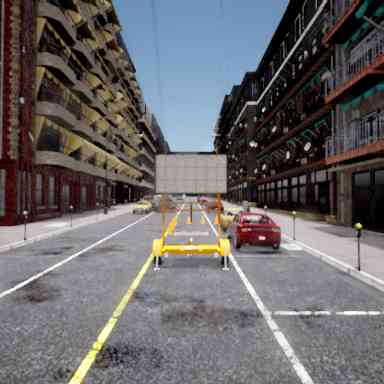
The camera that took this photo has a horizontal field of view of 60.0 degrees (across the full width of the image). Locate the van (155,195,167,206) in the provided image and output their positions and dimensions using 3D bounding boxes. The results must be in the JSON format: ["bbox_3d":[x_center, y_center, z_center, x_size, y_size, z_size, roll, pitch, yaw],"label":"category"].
[{"bbox_3d":[-5.409,1.464,58.658,1.690,1.788,3.998,1,0,0],"label":"van"}]

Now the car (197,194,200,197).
[{"bbox_3d":[2.454,1.606,69.674,1.967,1.590,4.097,1,0,0],"label":"car"}]

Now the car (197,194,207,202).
[{"bbox_3d":[2.393,1.528,80.736,2.192,1.841,5.009,1,0,0],"label":"car"}]

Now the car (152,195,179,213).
[{"bbox_3d":[-2.922,1.411,37.214,2.097,1.767,4.553,0,0,0],"label":"car"}]

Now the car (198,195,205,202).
[{"bbox_3d":[2.467,1.667,58.612,1.887,1.381,4.507,1,0,0],"label":"car"}]

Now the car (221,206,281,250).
[{"bbox_3d":[2.557,1.559,14.366,1.887,1.381,4.507,1,0,0],"label":"car"}]

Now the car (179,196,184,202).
[{"bbox_3d":[-2.908,1.555,78.743,2.033,1.411,5.357,0,0,0],"label":"car"}]

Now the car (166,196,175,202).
[{"bbox_3d":[-5.471,1.806,86.310,1.947,1.339,4.313,1,0,0],"label":"car"}]

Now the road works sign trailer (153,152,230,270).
[{"bbox_3d":[-0.022,0.473,11.027,2.380,3.560,2.880,0,0,0],"label":"road works sign trailer"}]

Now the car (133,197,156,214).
[{"bbox_3d":[-5.367,1.583,36.365,1.752,1.417,4.829,2,0,0],"label":"car"}]

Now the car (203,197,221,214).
[{"bbox_3d":[2.512,1.602,36.488,1.887,1.381,4.507,1,0,0],"label":"car"}]

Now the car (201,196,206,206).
[{"bbox_3d":[2.500,1.622,42.020,2.008,1.369,4.403,1,0,0],"label":"car"}]

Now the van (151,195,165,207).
[{"bbox_3d":[-5.397,1.444,53.126,1.690,1.788,3.998,2,0,0],"label":"van"}]

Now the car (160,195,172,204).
[{"bbox_3d":[-5.431,1.481,69.719,2.192,1.841,5.009,1,0,0],"label":"car"}]

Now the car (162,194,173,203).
[{"bbox_3d":[-5.442,1.504,75.248,2.192,1.841,5.009,1,0,0],"label":"car"}]

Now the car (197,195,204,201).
[{"bbox_3d":[2.367,1.709,91.798,1.967,1.590,4.097,1,0,0],"label":"car"}]

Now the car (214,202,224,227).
[{"bbox_3d":[2.546,1.548,20.068,1.752,1.417,4.829,1,0,0],"label":"car"}]
